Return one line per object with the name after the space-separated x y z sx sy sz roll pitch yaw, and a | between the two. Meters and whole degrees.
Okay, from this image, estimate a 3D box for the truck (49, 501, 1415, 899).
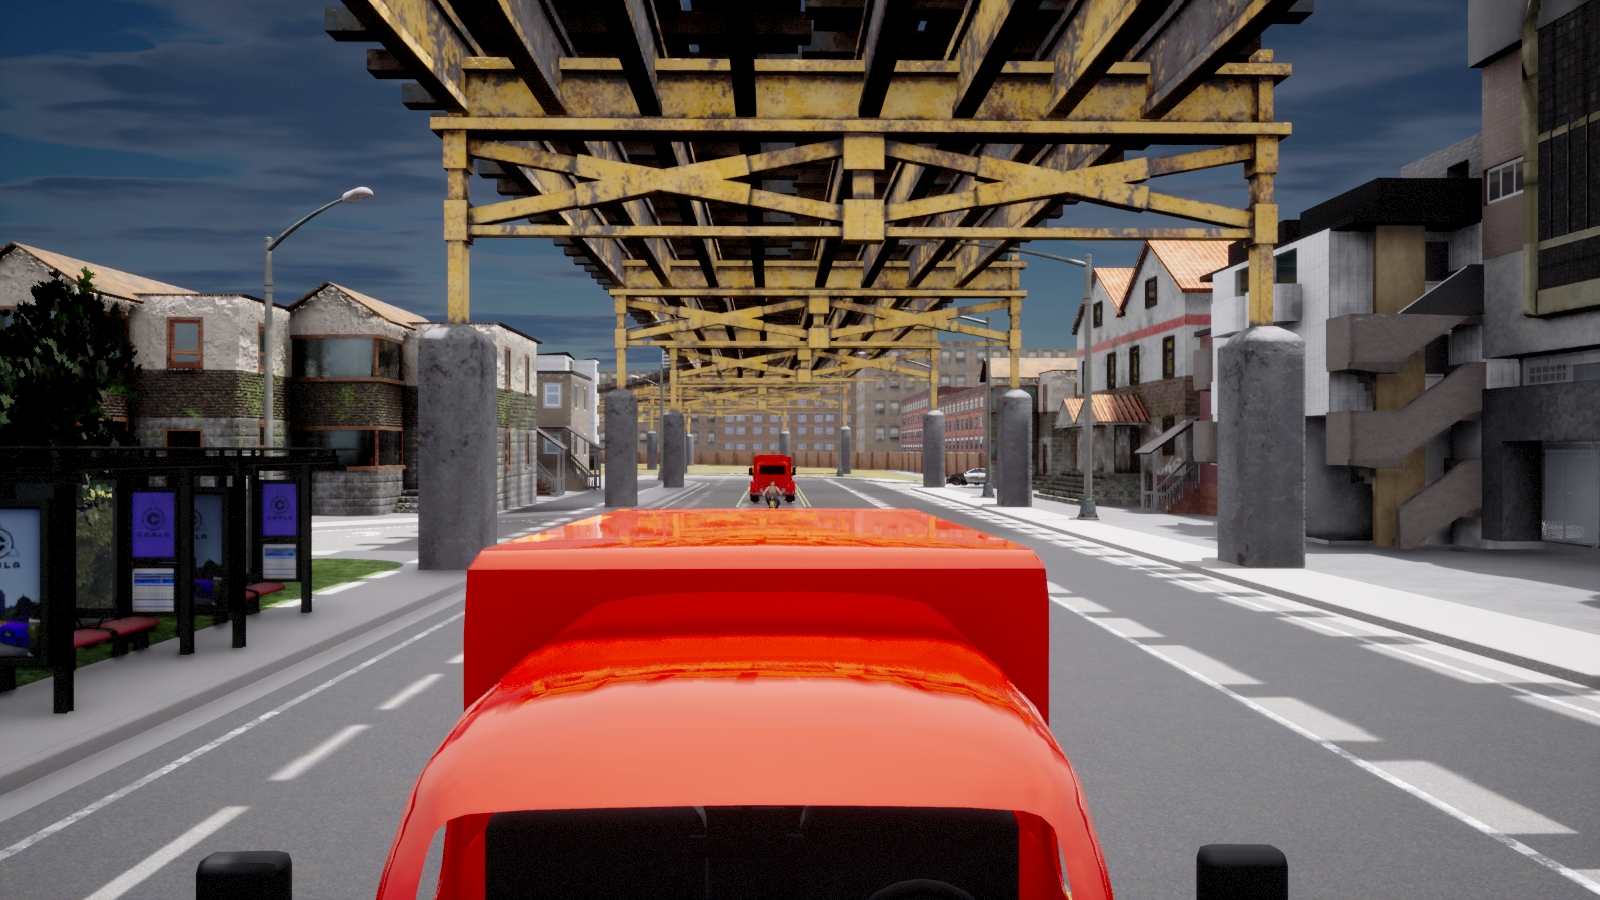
-0.167 1.568 4.802 2.627 2.467 5.204 0 0 -1 | truck

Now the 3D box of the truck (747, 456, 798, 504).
-1.492 1.568 62.060 2.627 2.467 5.204 0 0 -1 | truck
